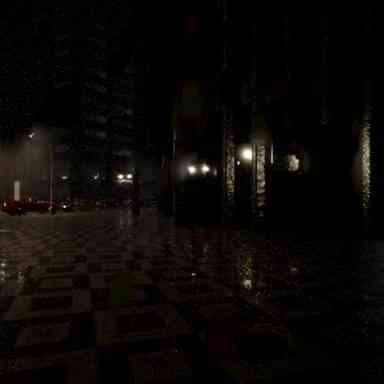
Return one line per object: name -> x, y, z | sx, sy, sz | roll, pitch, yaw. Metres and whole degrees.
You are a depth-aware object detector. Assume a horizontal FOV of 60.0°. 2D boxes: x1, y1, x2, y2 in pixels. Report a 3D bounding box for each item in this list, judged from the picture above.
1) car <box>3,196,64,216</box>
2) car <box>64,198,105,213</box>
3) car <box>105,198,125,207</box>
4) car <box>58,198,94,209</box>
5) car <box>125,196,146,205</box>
car -> -15.398, 1.320, 31.914 | 2.192, 1.841, 5.009 | 0, 0, 35
car -> -12.190, 1.568, 36.553 | 1.947, 1.339, 4.313 | 0, 0, 35
car -> -12.772, 1.571, 50.700 | 1.802, 1.307, 4.206 | 0, 0, 35
car -> -15.979, 1.537, 46.062 | 1.887, 1.381, 4.507 | 0, 0, 35
car -> -9.563, 1.426, 55.338 | 1.967, 1.590, 4.097 | 0, 0, 35
